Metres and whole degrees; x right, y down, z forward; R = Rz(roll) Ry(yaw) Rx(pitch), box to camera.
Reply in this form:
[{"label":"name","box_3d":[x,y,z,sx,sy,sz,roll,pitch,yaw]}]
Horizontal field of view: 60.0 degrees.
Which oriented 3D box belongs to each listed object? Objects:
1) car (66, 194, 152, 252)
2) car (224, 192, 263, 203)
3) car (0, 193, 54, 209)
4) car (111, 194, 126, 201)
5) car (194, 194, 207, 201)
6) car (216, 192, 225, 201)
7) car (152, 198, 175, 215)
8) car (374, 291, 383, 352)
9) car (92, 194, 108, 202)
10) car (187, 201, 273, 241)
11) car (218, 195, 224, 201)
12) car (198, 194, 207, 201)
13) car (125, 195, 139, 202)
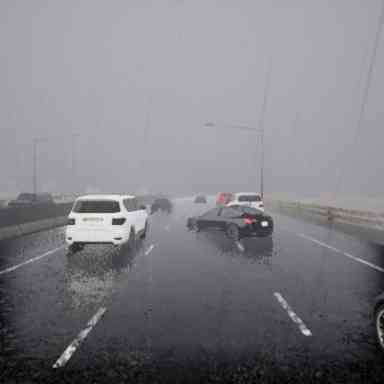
[{"label":"car","box_3d":[-3.219,1.140,13.636,2.150,2.045,5.566,0,0,1]},{"label":"car","box_3d":[3.895,1.082,24.607,2.150,2.045,5.566,0,0,1]},{"label":"car","box_3d":[-13.618,1.069,28.023,2.150,2.045,5.566,0,0,1]},{"label":"car","box_3d":[-15.471,1.185,70.032,1.812,1.442,4.674,0,0,3]},{"label":"car","box_3d":[1.463,1.309,57.440,1.994,1.385,4.181,0,0,4]},{"label":"car","box_3d":[4.542,0.999,46.444,2.150,2.045,5.566,0,0,2]},{"label":"car","box_3d":[-2.809,1.333,32.028,1.837,1.490,4.892,0,0,2]},{"label":"car","box_3d":[3.525,1.486,2.766,2.163,1.488,4.792,0,0,1]},{"label":"car","box_3d":[-19.027,1.202,68.959,1.812,1.442,4.674,0,0,3]},{"label":"car","box_3d":[1.724,1.408,16.243,2.163,1.488,4.792,0,0,-37]},{"label":"car","box_3d":[4.183,1.377,35.498,1.994,1.385,4.181,0,0,2]},{"label":"car","box_3d":[2.369,1.243,76.255,1.994,1.385,4.181,0,0,3]},{"label":"car","box_3d":[-12.093,1.296,67.440,1.895,1.301,4.718,0,0,3]}]
